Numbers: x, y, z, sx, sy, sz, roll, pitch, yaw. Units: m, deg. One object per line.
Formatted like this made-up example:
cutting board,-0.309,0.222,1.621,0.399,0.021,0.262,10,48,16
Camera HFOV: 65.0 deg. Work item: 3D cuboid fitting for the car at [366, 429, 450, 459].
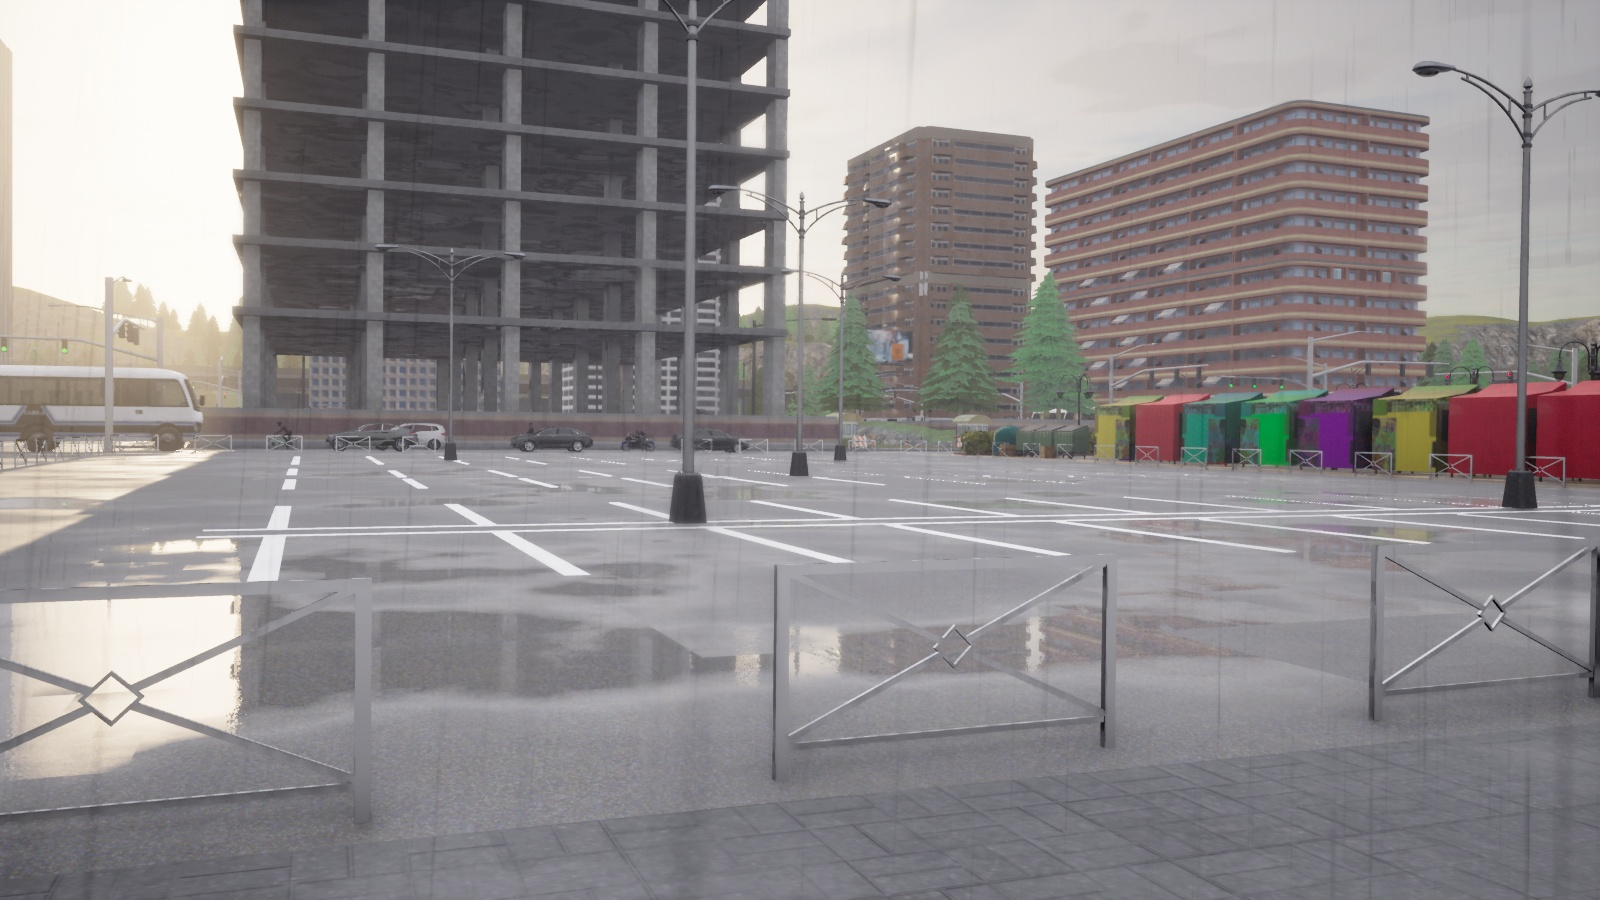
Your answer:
car,-23.501,-0.382,75.183,4.611,1.667,2.242,-1,1,-22

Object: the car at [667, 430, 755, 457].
car,-5.296,-0.414,74.923,4.892,1.490,1.837,-1,1,-22

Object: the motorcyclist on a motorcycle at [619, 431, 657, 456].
motorcyclist on a motorcycle,-10.375,-0.419,80.431,2.191,1.530,0.866,-1,1,-22

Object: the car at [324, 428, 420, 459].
car,-24.227,-0.374,71.120,5.027,1.651,2.152,-1,1,-22

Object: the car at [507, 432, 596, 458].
car,-14.821,-0.311,74.886,4.892,1.490,1.837,-1,1,-22

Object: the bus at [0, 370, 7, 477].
bus,-32.417,-0.975,45.882,3.944,4.253,10.273,-1,1,-22

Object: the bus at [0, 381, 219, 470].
bus,-34.952,-1.271,63.033,10.273,4.253,3.944,-1,1,-22
